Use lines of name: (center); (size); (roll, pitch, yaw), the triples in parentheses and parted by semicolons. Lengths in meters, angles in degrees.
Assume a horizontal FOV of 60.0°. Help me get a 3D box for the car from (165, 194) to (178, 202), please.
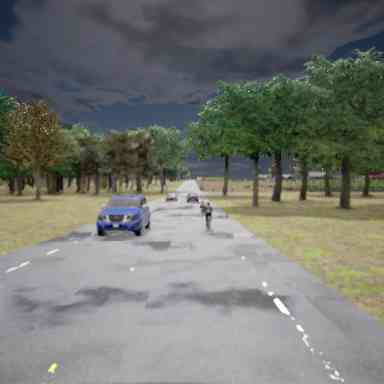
car: (-3.519, 0.968, 57.861); (1.994, 1.385, 4.181); (0, 1, 1)

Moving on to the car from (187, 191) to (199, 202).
car: (0.129, 0.958, 56.288); (1.812, 1.442, 4.674); (0, 1, 0)

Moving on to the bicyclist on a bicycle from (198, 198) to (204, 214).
bicyclist on a bicycle: (0.959, 1.309, 30.456); (0.866, 1.612, 1.509); (0, 1, 0)

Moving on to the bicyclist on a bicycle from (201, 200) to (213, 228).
bicyclist on a bicycle: (0.974, 1.431, 19.544); (0.582, 1.620, 1.656); (0, 0, 0)

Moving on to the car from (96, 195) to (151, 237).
car: (-3.589, 1.205, 18.404); (2.150, 2.045, 5.566); (0, 1, 0)

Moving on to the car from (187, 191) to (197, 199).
car: (0.041, 0.614, 73.925); (2.128, 1.511, 4.902); (0, 1, 0)
